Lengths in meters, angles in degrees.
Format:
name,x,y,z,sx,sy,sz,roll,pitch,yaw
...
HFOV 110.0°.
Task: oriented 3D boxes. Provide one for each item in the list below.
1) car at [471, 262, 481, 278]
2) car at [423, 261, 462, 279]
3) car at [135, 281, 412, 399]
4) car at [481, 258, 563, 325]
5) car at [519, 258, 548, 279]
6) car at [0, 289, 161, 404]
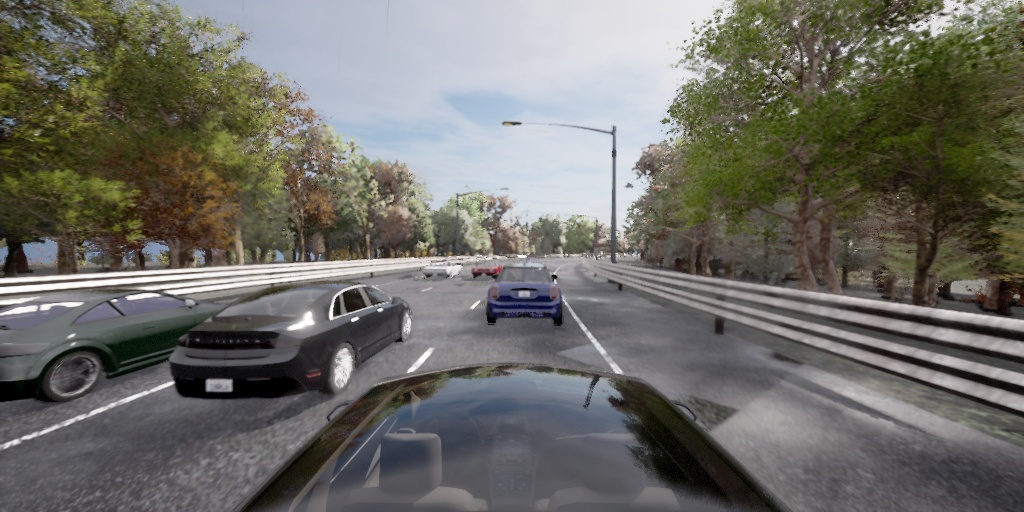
name,x,y,z,sx,sy,sz,roll,pitch,yaw
car,-1.796,1.050,28.323,1.895,1.301,4.718,0,1,6
car,-5.327,1.037,28.216,1.895,1.301,4.718,0,1,6
car,-3.272,1.197,6.490,1.837,1.490,4.892,0,1,1
car,0.413,0.995,11.540,2.097,1.767,4.553,0,1,2
car,1.898,0.942,29.663,2.128,1.511,4.902,0,1,7
car,-6.774,1.253,6.234,1.994,1.385,4.181,0,1,1
